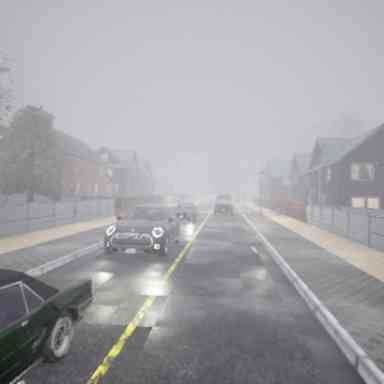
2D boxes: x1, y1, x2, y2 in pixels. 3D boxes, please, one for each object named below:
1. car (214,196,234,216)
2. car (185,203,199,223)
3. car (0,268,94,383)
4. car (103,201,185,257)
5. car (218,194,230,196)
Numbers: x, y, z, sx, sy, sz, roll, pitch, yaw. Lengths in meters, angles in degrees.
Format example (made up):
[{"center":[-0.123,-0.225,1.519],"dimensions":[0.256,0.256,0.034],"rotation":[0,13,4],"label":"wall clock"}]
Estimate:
[{"center":[3.257,1.513,34.026],"dimensions":[1.882,1.535,5.008],"rotation":[2,0,6],"label":"car"},{"center":[-0.543,1.506,24.872],"dimensions":[1.994,1.385,4.181],"rotation":[2,0,6],"label":"car"},{"center":[-2.712,1.525,3.084],"dimensions":[1.895,1.301,4.718],"rotation":[2,0,7],"label":"car"},{"center":[-1.718,1.284,12.801],"dimensions":[2.097,1.767,4.553],"rotation":[2,0,6],"label":"car"},{"center":[4.567,1.294,47.488],"dimensions":[2.150,2.045,5.566],"rotation":[2,0,6],"label":"car"}]
